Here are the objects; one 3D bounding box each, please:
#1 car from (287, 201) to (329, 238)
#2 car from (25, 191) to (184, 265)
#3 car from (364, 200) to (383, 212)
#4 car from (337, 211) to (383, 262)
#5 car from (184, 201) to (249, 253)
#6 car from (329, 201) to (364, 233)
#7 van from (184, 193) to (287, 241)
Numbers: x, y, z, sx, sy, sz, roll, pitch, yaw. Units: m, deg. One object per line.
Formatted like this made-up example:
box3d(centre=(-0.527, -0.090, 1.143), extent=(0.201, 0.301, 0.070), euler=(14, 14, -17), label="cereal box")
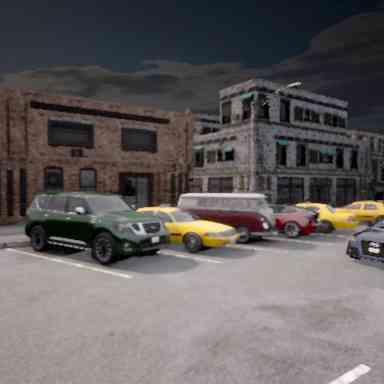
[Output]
box3d(centre=(3.801, 1.304, 16.290), extent=(4.792, 1.488, 2.163), euler=(1, 1, 35), label="car")
box3d(centre=(-3.327, 1.008, 11.159), extent=(5.566, 2.045, 2.435), euler=(0, 0, 35), label="car")
box3d(centre=(10.855, 1.289, 21.460), extent=(5.366, 1.575, 1.946), euler=(1, 1, 35), label="car")
box3d(centre=(6.826, 1.489, 10.659), extent=(4.181, 1.385, 1.994), euler=(0, 1, -35), label="car")
box3d(centre=(-0.806, 1.261, 12.774), extent=(5.366, 1.575, 1.946), euler=(0, 0, 35), label="car")
box3d(centre=(6.069, 1.276, 18.077), extent=(5.366, 1.575, 1.946), euler=(1, 1, 35), label="car")
box3d(centre=(1.534, 1.044, 14.514), extent=(4.442, 1.987, 1.878), euler=(1, 0, 35), label="van")
